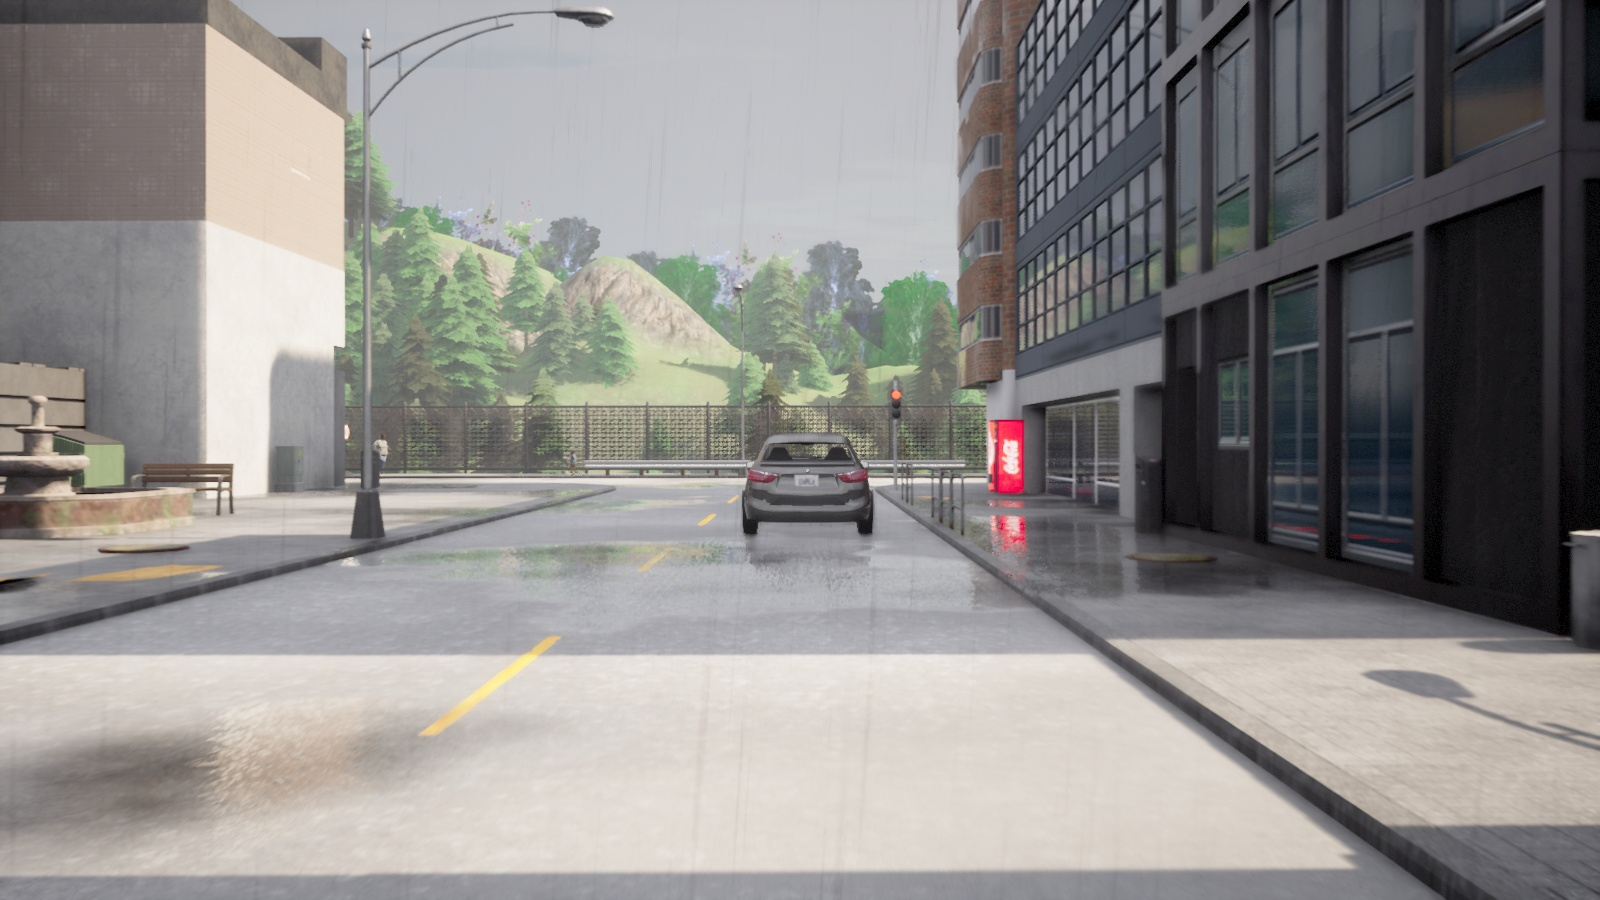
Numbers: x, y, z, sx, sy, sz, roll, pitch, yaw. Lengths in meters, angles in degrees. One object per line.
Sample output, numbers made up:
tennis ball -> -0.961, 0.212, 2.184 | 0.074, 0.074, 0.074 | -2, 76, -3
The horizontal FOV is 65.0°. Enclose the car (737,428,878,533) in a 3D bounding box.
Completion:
car -> 0.135, 0.465, 22.244 | 2.242, 1.667, 4.611 | 0, 0, 0

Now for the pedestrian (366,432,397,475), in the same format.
pedestrian -> -18.067, 0.136, 54.193 | 0.900, 1.855, 0.874 | 0, 0, 31
